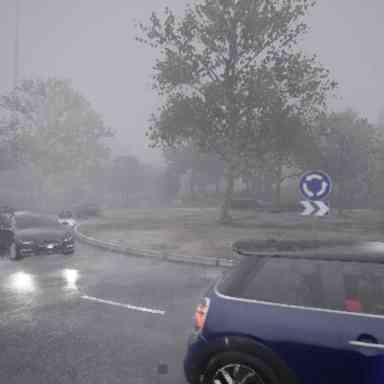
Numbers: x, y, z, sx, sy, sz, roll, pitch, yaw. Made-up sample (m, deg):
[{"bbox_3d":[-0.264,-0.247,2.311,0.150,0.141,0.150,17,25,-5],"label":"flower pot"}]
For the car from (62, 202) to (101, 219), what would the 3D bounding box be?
[{"bbox_3d":[-9.580,1.563,28.495,1.994,1.385,4.181,0,0,16],"label":"car"}]

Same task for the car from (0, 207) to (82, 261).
[{"bbox_3d":[-5.970,1.506,12.485,1.837,1.490,4.892,0,0,-37],"label":"car"}]

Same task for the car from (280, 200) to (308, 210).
[{"bbox_3d":[13.317,1.626,41.174,4.718,1.301,1.895,1,0,20],"label":"car"}]

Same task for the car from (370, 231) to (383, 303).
[{"bbox_3d":[5.968,1.564,6.256,4.181,1.385,1.994,0,0,5],"label":"car"}]

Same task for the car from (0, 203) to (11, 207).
[{"bbox_3d":[-13.229,1.491,21.707,2.128,1.511,4.902,0,0,-4],"label":"car"}]

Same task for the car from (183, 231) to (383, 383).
[{"bbox_3d":[2.279,1.352,3.585,4.553,1.767,2.097,0,0,17],"label":"car"}]

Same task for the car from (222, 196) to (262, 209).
[{"bbox_3d":[6.025,1.298,41.924,4.553,1.767,2.097,0,0,-2],"label":"car"}]

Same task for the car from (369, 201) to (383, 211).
[{"bbox_3d":[23.291,1.481,38.648,1.837,1.490,4.892,-4,1,-42],"label":"car"}]

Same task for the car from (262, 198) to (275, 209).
[{"bbox_3d":[8.708,1.522,45.284,5.357,1.411,2.033,1,0,3],"label":"car"}]
